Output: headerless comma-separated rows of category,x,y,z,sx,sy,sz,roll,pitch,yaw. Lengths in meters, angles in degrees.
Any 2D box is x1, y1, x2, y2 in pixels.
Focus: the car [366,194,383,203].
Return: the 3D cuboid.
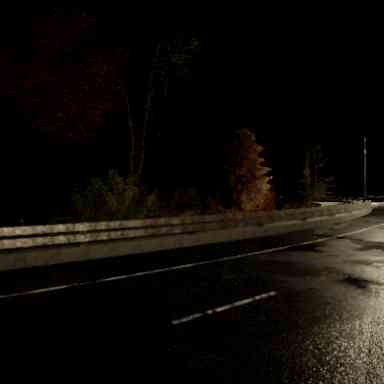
car,38.657,1.555,71.737,2.128,1.511,4.902,0,0,9
